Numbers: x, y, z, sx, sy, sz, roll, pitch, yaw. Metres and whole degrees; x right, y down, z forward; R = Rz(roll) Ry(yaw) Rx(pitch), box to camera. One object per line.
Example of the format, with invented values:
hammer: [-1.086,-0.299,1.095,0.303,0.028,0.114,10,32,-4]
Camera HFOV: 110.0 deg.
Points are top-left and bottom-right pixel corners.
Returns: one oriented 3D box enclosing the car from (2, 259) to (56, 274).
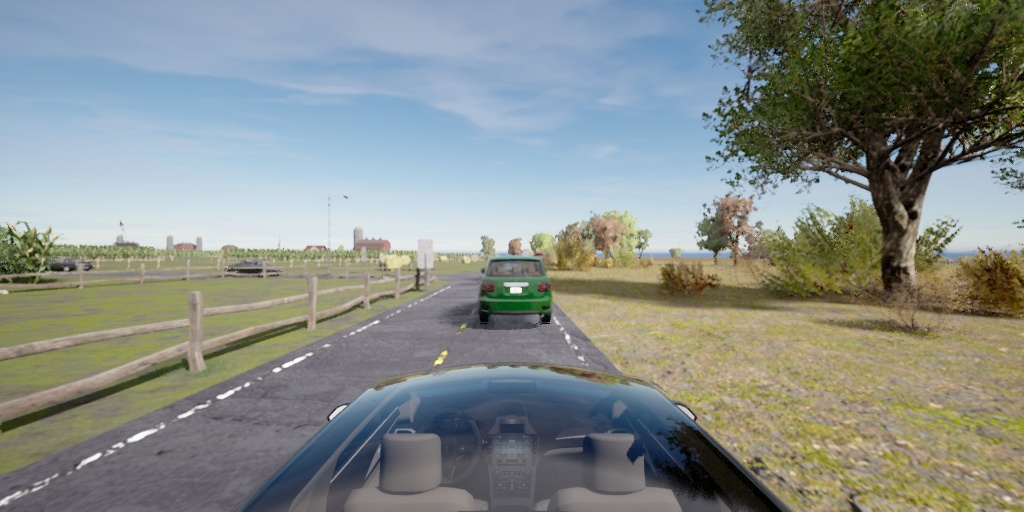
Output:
car: [-47.400,1.128,34.288,4.718,1.301,1.895,0,0,0]

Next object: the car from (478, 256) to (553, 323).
car: [0.087,0.998,12.308,2.150,2.045,5.566,0,0,0]

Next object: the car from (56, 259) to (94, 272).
car: [-46.447,1.004,37.137,4.902,1.511,2.128,0,0,0]

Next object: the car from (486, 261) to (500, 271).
car: [-2.893,1.468,55.078,1.994,1.385,4.181,0,0,0]

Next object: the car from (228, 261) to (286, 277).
car: [-24.472,1.196,34.494,4.892,1.490,1.837,0,0,-1]
